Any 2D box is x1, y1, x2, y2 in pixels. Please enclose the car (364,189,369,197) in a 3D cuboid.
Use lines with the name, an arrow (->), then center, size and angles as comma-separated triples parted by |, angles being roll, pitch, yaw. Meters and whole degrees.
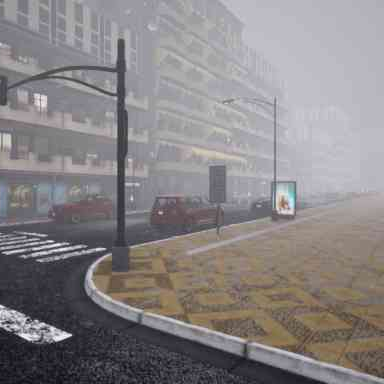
car -> 31.674, 0.098, 63.157 | 1.967, 1.590, 4.097 | 1, 2, 35

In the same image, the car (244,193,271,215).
car -> 6.242, 1.069, 26.794 | 1.947, 1.339, 4.313 | 1, 2, 35

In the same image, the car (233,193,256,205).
car -> 5.695, 0.829, 40.634 | 2.008, 1.369, 4.403 | 2, 2, 35

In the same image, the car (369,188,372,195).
car -> 34.853, 0.095, 67.706 | 1.887, 1.381, 4.507 | 1, 2, 35

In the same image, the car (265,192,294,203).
car -> 11.931, 0.695, 44.971 | 2.033, 1.411, 5.357 | 0, 1, 36

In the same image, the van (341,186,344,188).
van -> 37.479, -0.446, 86.076 | 1.690, 1.788, 3.998 | 2, 2, 35

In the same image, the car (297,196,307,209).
car -> 9.421, 0.965, 31.340 | 1.947, 1.339, 4.313 | 1, 2, 35

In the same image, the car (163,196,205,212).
car -> -0.662, 1.069, 31.545 | 1.802, 1.307, 4.206 | 2, 2, 35

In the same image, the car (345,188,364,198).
car -> 28.495, 0.308, 58.615 | 1.887, 1.381, 4.507 | 1, 2, 35

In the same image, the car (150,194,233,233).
car -> -0.115, 1.026, 17.696 | 2.192, 1.841, 5.009 | 1, 2, 35

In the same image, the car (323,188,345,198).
car -> 24.644, 0.380, 57.655 | 1.994, 1.385, 4.181 | 0, 1, 35

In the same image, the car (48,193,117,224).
car -> -7.017, 1.010, 22.448 | 2.192, 1.841, 5.009 | 1, 2, 35

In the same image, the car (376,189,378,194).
car -> 44.389, -0.221, 81.344 | 2.008, 1.369, 4.403 | 1, 2, 35

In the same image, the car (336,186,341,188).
car -> 34.300, -0.240, 81.534 | 1.967, 1.590, 4.097 | 2, 2, 35

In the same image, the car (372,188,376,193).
car -> 38.032, -0.012, 72.252 | 1.887, 1.381, 4.507 | 1, 2, 35

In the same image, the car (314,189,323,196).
car -> 27.943, -0.025, 72.444 | 1.967, 1.590, 4.097 | 2, 2, 35

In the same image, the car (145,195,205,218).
car -> -1.224, 1.071, 26.240 | 2.128, 1.511, 4.902 | 0, 1, 35
